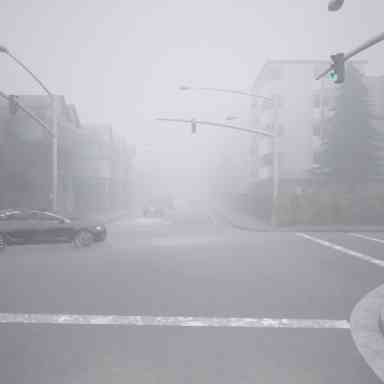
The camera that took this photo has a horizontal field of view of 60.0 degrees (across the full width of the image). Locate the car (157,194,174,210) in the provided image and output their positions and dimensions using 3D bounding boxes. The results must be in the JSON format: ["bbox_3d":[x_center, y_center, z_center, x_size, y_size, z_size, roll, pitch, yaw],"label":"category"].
[{"bbox_3d":[-3.560,1.221,42.919,2.150,2.045,5.566,0,0,0],"label":"car"}]

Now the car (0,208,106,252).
[{"bbox_3d":[-5.793,1.359,12.668,4.902,1.511,2.128,1,1,-24],"label":"car"}]

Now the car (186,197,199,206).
[{"bbox_3d":[-0.001,1.526,55.234,1.812,1.442,4.674,0,0,-3],"label":"car"}]

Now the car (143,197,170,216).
[{"bbox_3d":[-3.584,1.491,32.343,2.128,1.511,4.902,0,0,0],"label":"car"}]
